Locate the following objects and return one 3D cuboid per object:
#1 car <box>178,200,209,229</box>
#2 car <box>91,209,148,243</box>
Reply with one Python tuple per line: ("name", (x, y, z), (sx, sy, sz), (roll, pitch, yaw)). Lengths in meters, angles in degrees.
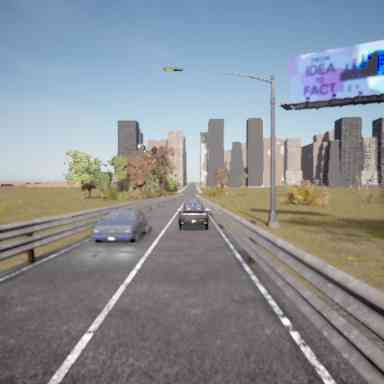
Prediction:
("car", (0.102, 1.483, 21.476), (2.128, 1.511, 4.902), (0, 0, 0))
("car", (-3.312, 1.542, 16.379), (2.033, 1.411, 5.357), (0, 0, 0))
